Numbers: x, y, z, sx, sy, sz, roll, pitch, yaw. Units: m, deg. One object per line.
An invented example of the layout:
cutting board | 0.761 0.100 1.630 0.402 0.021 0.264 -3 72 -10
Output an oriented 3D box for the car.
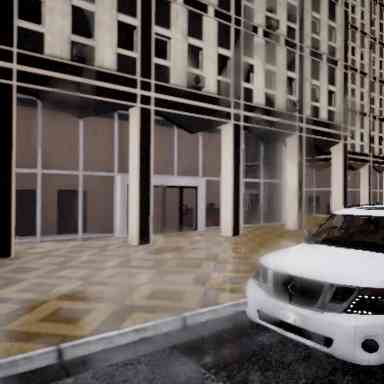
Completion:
car | 3.498 1.259 5.874 5.566 2.045 2.150 0 0 -36
